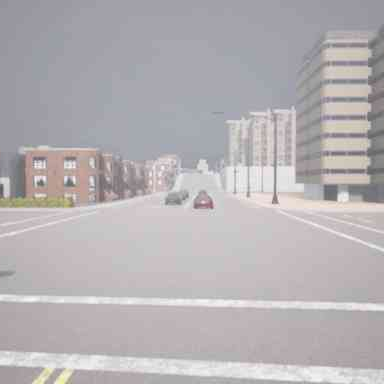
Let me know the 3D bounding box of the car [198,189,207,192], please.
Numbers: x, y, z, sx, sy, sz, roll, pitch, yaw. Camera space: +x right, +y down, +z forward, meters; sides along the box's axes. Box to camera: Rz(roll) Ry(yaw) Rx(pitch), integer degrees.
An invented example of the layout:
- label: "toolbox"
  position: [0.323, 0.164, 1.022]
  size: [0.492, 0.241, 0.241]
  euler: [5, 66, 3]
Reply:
- label: "car"
  position: [2.465, 0.031, 76.393]
  size: [1.812, 1.442, 4.674]
  euler: [0, 1, 2]

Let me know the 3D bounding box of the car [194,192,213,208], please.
- label: "car"
  position: [1.239, 0.973, 36.017]
  size: [1.994, 1.385, 4.181]
  euler: [0, 1, 2]

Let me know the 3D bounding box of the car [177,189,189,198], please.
- label: "car"
  position: [-1.555, 0.310, 61.835]
  size: [1.882, 1.535, 5.008]
  euler: [0, 2, 3]

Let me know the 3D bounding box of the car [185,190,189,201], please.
- label: "car"
  position: [-1.931, 0.628, 51.463]
  size: [1.994, 1.385, 4.181]
  euler: [0, 1, 2]

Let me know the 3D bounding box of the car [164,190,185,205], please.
- label: "car"
  position: [-2.268, 0.792, 41.481]
  size: [1.837, 1.490, 4.892]
  euler: [0, 1, 2]
